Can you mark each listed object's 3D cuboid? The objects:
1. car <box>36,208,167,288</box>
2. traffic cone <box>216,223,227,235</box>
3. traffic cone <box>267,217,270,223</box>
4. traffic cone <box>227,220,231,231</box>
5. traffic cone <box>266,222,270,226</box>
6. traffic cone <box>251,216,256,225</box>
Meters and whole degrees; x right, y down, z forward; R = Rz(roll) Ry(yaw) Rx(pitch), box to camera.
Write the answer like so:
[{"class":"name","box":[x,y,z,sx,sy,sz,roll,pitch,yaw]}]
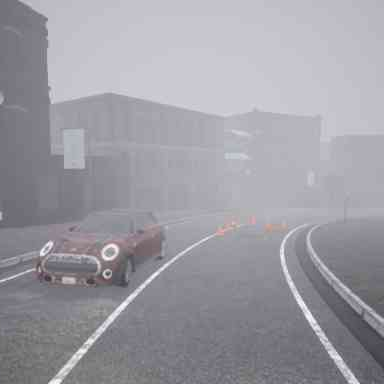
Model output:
[{"class":"car","box":[-2.219,1.307,9.356,2.097,1.767,4.553,1,0,11]},{"class":"traffic cone","box":[1.465,1.926,17.292,0.340,0.580,0.340,2,0,17]},{"class":"traffic cone","box":[5.164,1.994,22.414,0.340,0.580,0.340,2,1,17]},{"class":"traffic cone","box":[2.065,1.926,19.200,0.340,0.580,0.340,2,1,18]},{"class":"traffic cone","box":[4.857,2.124,19.633,0.580,0.340,0.340,2,0,-33]},{"class":"traffic cone","box":[4.210,1.959,22.709,0.340,0.580,0.340,2,1,17]}]
